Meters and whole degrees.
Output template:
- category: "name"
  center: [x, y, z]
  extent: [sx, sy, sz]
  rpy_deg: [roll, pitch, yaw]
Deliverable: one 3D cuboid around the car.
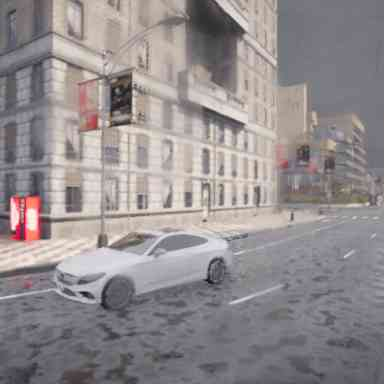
- category: "car"
  center: [-0.902, 1.628, 8.162]
  extent: [4.674, 1.442, 1.812]
  rpy_deg: [1, -1, -44]
